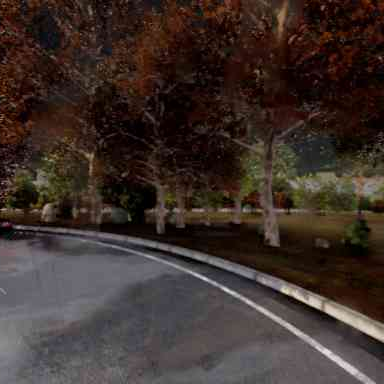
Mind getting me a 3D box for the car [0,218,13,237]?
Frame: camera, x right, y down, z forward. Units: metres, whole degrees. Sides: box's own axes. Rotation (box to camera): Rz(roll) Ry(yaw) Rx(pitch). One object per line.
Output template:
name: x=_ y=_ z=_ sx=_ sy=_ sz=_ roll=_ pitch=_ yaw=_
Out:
car: x=-9.945 y=1.378 z=14.010 sx=4.718 sy=1.301 sz=1.895 roll=0 pitch=2 yaw=25
